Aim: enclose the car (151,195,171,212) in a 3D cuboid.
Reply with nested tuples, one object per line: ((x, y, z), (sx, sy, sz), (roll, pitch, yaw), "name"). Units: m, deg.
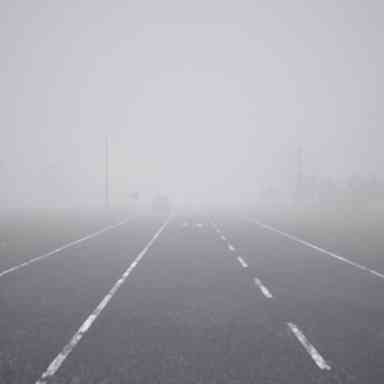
((-3.880, 1.454, 42.236), (2.150, 2.045, 5.566), (0, 0, -1), "car")
